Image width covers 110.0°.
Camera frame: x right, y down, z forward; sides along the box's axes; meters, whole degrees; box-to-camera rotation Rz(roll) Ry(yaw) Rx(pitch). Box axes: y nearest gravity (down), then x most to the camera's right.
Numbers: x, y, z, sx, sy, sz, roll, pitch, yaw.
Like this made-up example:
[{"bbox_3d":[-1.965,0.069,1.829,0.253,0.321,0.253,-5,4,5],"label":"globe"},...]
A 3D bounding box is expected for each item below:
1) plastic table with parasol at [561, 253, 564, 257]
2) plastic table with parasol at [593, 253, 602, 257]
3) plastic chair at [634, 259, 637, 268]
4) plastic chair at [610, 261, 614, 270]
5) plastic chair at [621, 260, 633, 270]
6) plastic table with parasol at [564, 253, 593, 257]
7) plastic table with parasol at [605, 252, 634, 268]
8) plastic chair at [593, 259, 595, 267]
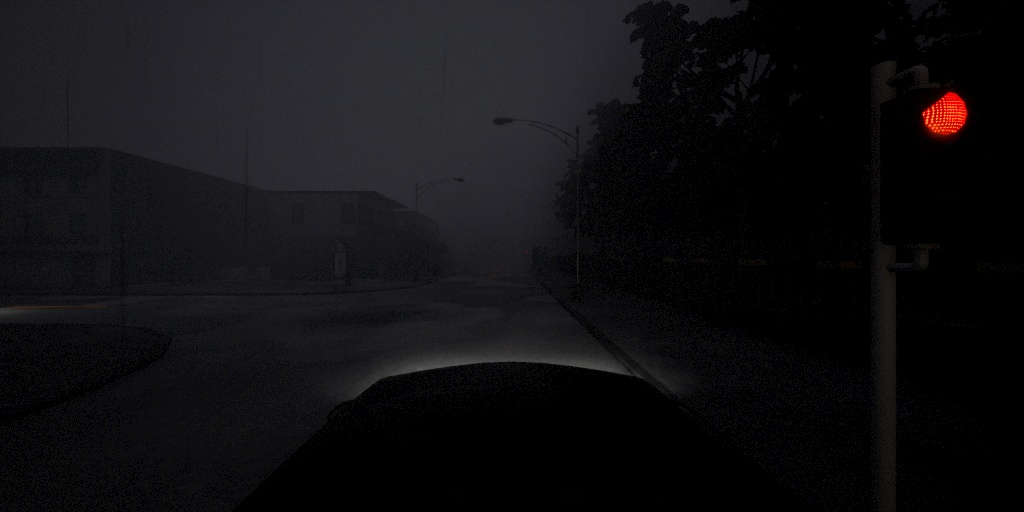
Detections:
[{"bbox_3d":[10.700,0.705,62.399,2.482,2.480,2.482,0,0,-40],"label":"plastic table with parasol"},{"bbox_3d":[14.686,0.673,59.431,2.482,2.480,2.482,0,0,-42],"label":"plastic table with parasol"},{"bbox_3d":[18.661,1.161,54.665,0.750,1.272,0.730,0,0,-39],"label":"plastic chair"},{"bbox_3d":[14.332,1.306,50.316,0.730,1.272,0.750,0,0,-35],"label":"plastic chair"},{"bbox_3d":[16.038,1.296,50.218,0.750,1.272,0.730,0,0,-40],"label":"plastic chair"},{"bbox_3d":[9.987,0.684,53.957,2.482,2.480,2.482,0,0,-40],"label":"plastic table with parasol"},{"bbox_3d":[15.306,0.694,51.217,2.482,2.480,2.482,0,0,-40],"label":"plastic table with parasol"},{"bbox_3d":[13.734,1.304,58.543,0.730,1.272,0.750,0,0,-35],"label":"plastic chair"}]
